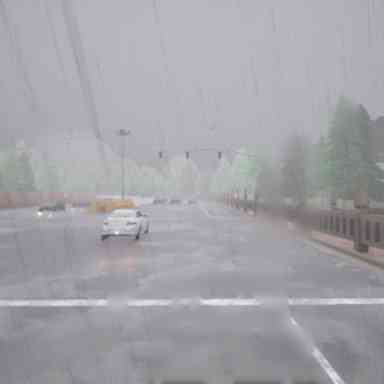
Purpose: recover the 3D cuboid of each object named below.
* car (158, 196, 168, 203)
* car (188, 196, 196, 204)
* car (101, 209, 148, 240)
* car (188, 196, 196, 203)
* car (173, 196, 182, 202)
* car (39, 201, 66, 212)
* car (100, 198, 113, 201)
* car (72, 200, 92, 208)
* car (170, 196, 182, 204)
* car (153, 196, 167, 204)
[{"bbox_3d":[-6.998,1.723,80.211,1.837,1.490,4.892,0,0,0],"label":"car"},{"bbox_3d":[0.001,1.871,69.790,2.033,1.411,5.357,0,0,0],"label":"car"},{"bbox_3d":[-3.411,1.611,17.341,1.812,1.442,4.674,0,0,0],"label":"car"},{"bbox_3d":[0.002,1.763,80.211,2.033,1.411,5.357,0,0,0],"label":"car"},{"bbox_3d":[-3.498,1.775,80.211,1.994,1.385,4.181,0,0,0],"label":"car"},{"bbox_3d":[-17.580,1.769,41.980,1.994,1.385,4.181,0,0,0],"label":"car"},{"bbox_3d":[-17.499,1.872,68.251,2.033,1.411,5.357,0,0,0],"label":"car"},{"bbox_3d":[-17.567,1.860,53.304,1.895,1.301,4.718,0,0,0],"label":"car"},{"bbox_3d":[-3.499,1.688,70.145,2.097,1.767,4.553,0,0,0],"label":"car"},{"bbox_3d":[-6.999,1.689,70.178,2.097,1.767,4.553,0,0,0],"label":"car"}]
